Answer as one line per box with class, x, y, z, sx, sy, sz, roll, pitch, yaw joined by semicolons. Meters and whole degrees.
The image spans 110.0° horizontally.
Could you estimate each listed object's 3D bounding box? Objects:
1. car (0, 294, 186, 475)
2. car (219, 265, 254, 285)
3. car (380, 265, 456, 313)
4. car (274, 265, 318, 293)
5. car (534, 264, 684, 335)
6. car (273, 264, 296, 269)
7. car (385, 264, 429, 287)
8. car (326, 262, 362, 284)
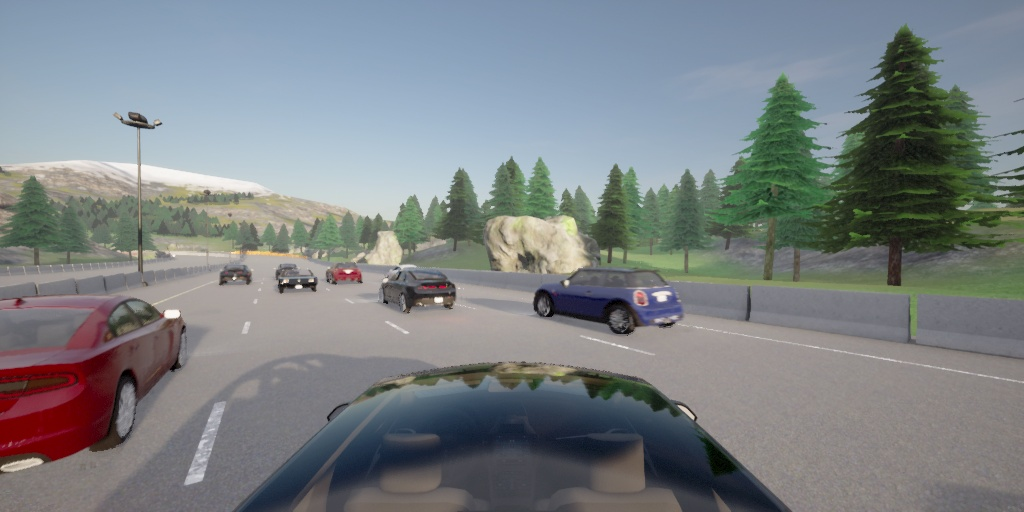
car;-5.694;1.221;4.495;1.882;1.535;5.008;0;0;-34
car;-21.739;1.419;28.335;1.837;1.490;4.892;0;-1;-34
car;-3.871;1.272;14.324;1.837;1.490;4.892;0;0;-34
car;-13.056;1.430;21.701;1.895;1.301;4.718;0;0;-34
car;2.643;1.110;10.913;2.097;1.767;4.553;0;0;-34
car;-21.038;1.461;33.563;1.837;1.490;4.892;0;-1;-34
car;-7.885;1.373;26.555;1.812;1.442;4.674;0;-1;-34
car;-13.422;1.236;28.515;2.097;1.767;4.553;0;0;-34
